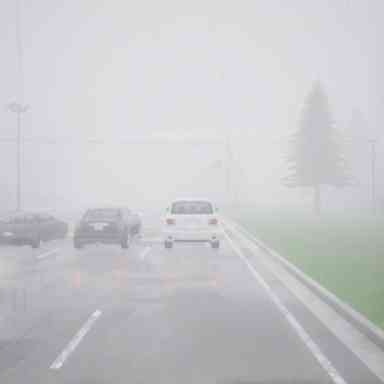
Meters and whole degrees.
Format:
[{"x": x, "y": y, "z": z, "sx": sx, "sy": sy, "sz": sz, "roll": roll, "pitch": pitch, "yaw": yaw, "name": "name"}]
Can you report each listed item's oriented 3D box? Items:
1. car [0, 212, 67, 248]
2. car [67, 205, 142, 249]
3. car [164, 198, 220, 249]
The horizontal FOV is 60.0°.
[{"x": -7.000, "y": 1.569, "z": 14.650, "sx": 1.994, "sy": 1.385, "sz": 4.181, "roll": 0, "pitch": 0, "yaw": 0, "name": "car"}, {"x": -3.500, "y": 1.363, "z": 14.620, "sx": 2.097, "sy": 1.767, "sz": 4.553, "roll": 0, "pitch": 0, "yaw": 0, "name": "car"}, {"x": 0.000, "y": 1.255, "z": 14.680, "sx": 2.150, "sy": 2.045, "sz": 5.566, "roll": 0, "pitch": 0, "yaw": 0, "name": "car"}]
